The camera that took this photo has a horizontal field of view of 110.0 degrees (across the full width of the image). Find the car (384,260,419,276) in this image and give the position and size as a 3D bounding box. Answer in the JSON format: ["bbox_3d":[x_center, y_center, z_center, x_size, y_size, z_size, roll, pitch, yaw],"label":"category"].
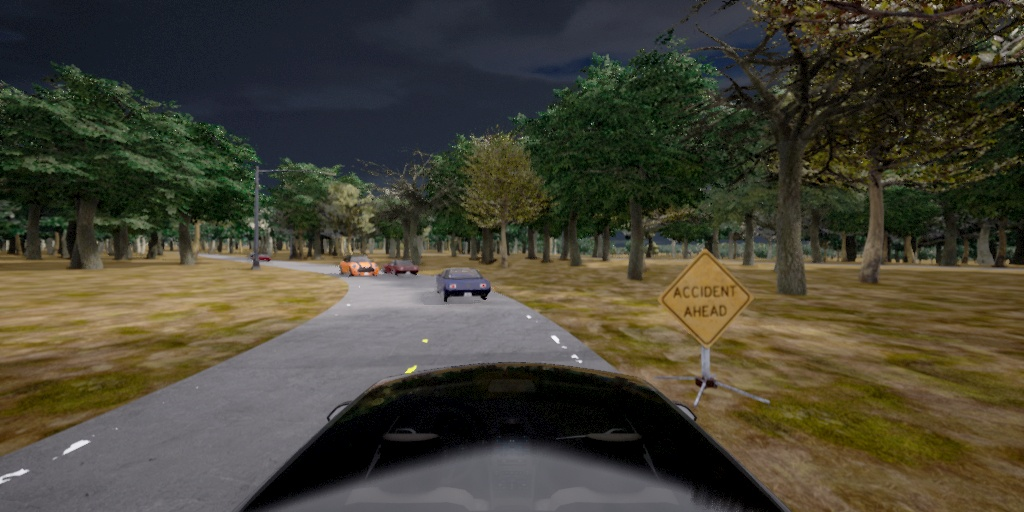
[{"bbox_3d":[-9.678,1.011,30.783,1.895,1.301,4.718,0,1,-35],"label":"car"}]

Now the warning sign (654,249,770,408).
[{"bbox_3d":[2.566,0.838,4.738,1.300,1.860,1.060,0,0,-4],"label":"warning sign"}]

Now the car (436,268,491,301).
[{"bbox_3d":[-2.385,1.204,16.303,1.895,1.301,4.718,0,1,-17],"label":"car"}]

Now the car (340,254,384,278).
[{"bbox_3d":[-12.335,0.749,28.897,2.097,1.767,4.553,0,1,-37],"label":"car"}]
